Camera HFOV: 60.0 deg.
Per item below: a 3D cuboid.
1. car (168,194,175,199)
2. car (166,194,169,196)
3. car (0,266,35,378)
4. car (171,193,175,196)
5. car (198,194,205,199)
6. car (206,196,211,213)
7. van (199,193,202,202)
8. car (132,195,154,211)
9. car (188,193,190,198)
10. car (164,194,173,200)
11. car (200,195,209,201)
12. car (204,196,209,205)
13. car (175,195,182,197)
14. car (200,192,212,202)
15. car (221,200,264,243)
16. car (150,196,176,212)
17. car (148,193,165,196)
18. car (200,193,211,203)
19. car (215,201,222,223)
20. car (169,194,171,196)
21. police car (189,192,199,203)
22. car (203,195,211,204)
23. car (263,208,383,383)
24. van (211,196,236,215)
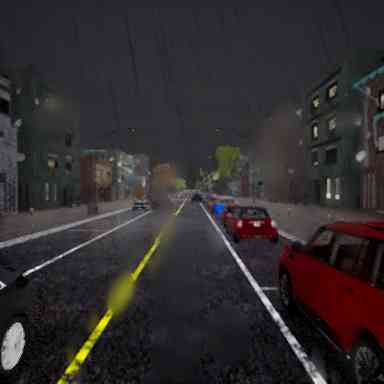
[{"bbox_3d":[-5.689,1.173,93.397,1.802,1.307,4.206,-1,0,0],"label":"car"},{"bbox_3d":[-5.692,1.179,60.107,1.967,1.590,4.097,-1,0,0],"label":"car"},{"bbox_3d":[-3.086,1.494,2.690,1.837,1.490,4.892,0,0,0],"label":"car"},{"bbox_3d":[-5.691,1.106,76.751,1.967,1.590,4.097,-1,0,0],"label":"car"},{"bbox_3d":[2.691,1.157,93.399,1.947,1.339,4.313,-1,0,0],"label":"car"},{"bbox_3d":[2.689,1.404,32.367,1.887,1.381,4.507,-1,0,0],"label":"car"},{"bbox_3d":[2.688,1.080,60.108,1.690,1.788,3.998,-1,0,0],"label":"van"},{"bbox_3d":[-5.692,1.387,37.914,2.008,1.369,4.403,-1,0,0],"label":"car"},{"bbox_3d":[0.840,1.041,71.344,2.097,1.767,4.553,0,0,-1],"label":"car"},{"bbox_3d":[-5.690,1.185,82.300,1.887,1.381,4.507,-1,0,0],"label":"car"},{"bbox_3d":[2.690,1.271,71.205,1.802,1.307,4.206,-1,0,0],"label":"car"},{"bbox_3d":[2.689,1.417,37.916,1.802,1.307,4.206,-1,0,0],"label":"car"},{"bbox_3d":[-2.997,1.033,77.294,1.994,1.385,4.181,0,0,0],"label":"car"},{"bbox_3d":[2.688,1.029,65.656,2.192,1.841,5.009,-1,0,0],"label":"car"},{"bbox_3d":[2.686,1.372,15.722,1.967,1.590,4.097,-1,0,0],"label":"car"},{"bbox_3d":[-3.089,1.407,36.184,1.994,1.385,4.181,0,0,0],"label":"car"},{"bbox_3d":[-5.693,1.102,49.009,2.192,1.841,5.009,-1,0,0],"label":"car"},{"bbox_3d":[2.690,1.345,54.561,1.802,1.307,4.206,-1,0,0],"label":"car"},{"bbox_3d":[2.689,1.490,21.271,1.802,1.307,4.206,-1,0,0],"label":"car"},{"bbox_3d":[-5.691,1.259,65.656,1.887,1.381,4.507,-1,0,0],"label":"car"},{"bbox_3d":[0.902,1.158,61.496,1.930,1.638,5.238,0,0,0],"label":"police car"},{"bbox_3d":[2.689,1.393,43.464,1.802,1.307,4.206,-1,0,0],"label":"car"},{"bbox_3d":[2.684,1.295,4.624,2.192,1.841,5.009,-1,0,0],"label":"car"},{"bbox_3d":[2.686,1.225,26.818,1.690,1.788,3.998,-1,0,0],"label":"van"}]
